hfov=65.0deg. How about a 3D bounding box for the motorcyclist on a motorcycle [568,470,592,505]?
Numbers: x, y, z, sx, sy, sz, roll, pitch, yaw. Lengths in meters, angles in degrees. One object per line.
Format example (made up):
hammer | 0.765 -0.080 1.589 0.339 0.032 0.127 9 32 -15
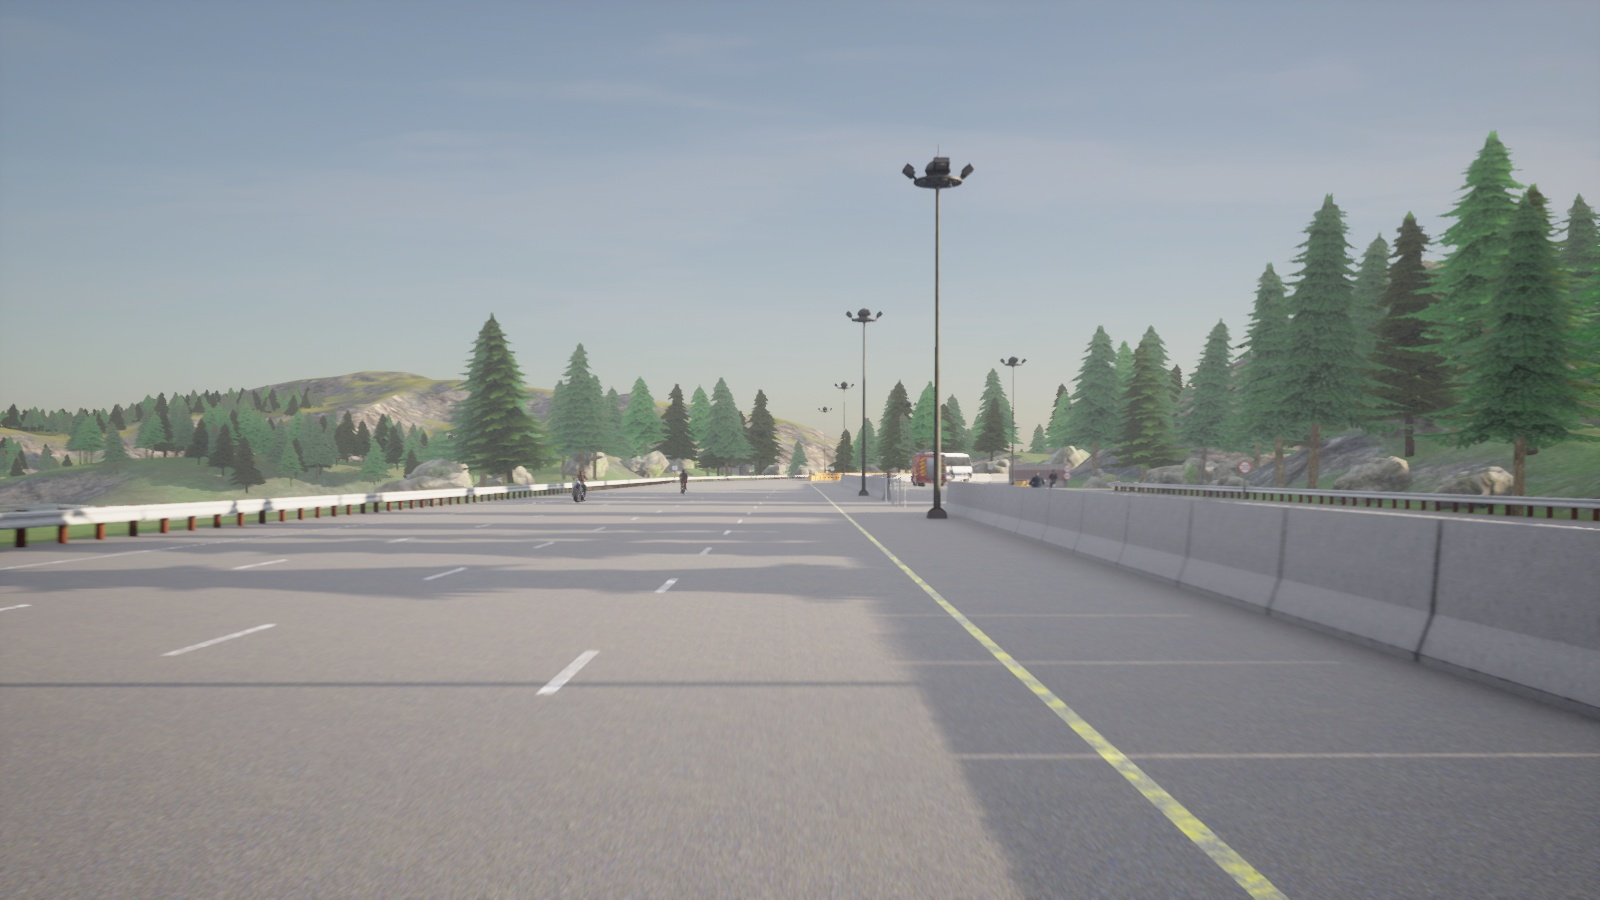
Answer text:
motorcyclist on a motorcycle | -10.644 1.823 60.865 0.766 1.649 2.350 0 -1 0
